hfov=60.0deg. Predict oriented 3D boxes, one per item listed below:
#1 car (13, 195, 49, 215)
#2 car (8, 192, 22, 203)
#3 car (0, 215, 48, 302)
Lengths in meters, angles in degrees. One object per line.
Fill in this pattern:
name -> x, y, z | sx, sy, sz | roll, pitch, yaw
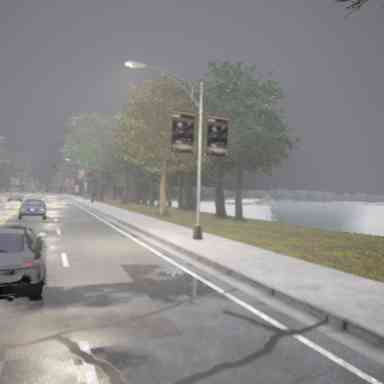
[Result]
car -> -11.763, 1.225, 24.763 | 2.033, 1.411, 5.357 | 2, 0, -24
car -> -25.496, 0.764, 48.250 | 1.812, 1.442, 4.674 | 2, 0, -23
car -> -4.439, 1.445, 7.728 | 1.994, 1.385, 4.181 | 2, 0, -23
